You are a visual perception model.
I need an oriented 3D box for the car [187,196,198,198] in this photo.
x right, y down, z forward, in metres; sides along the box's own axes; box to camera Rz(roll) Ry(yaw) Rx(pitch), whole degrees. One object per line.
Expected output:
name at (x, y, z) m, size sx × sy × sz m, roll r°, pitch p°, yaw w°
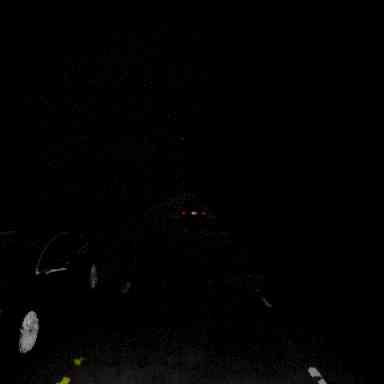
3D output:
car at (0.070, 1.177, 41.144) m, size 1.882 × 1.535 × 5.008 m, roll 0°, pitch 1°, yaw 0°

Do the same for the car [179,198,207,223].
car at (0.085, 1.369, 23.635) m, size 2.033 × 1.411 × 5.357 m, roll 0°, pitch 0°, yaw 0°

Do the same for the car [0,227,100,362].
car at (-3.059, 1.460, 5.908) m, size 1.837 × 1.490 × 4.892 m, roll 0°, pitch 0°, yaw 0°
